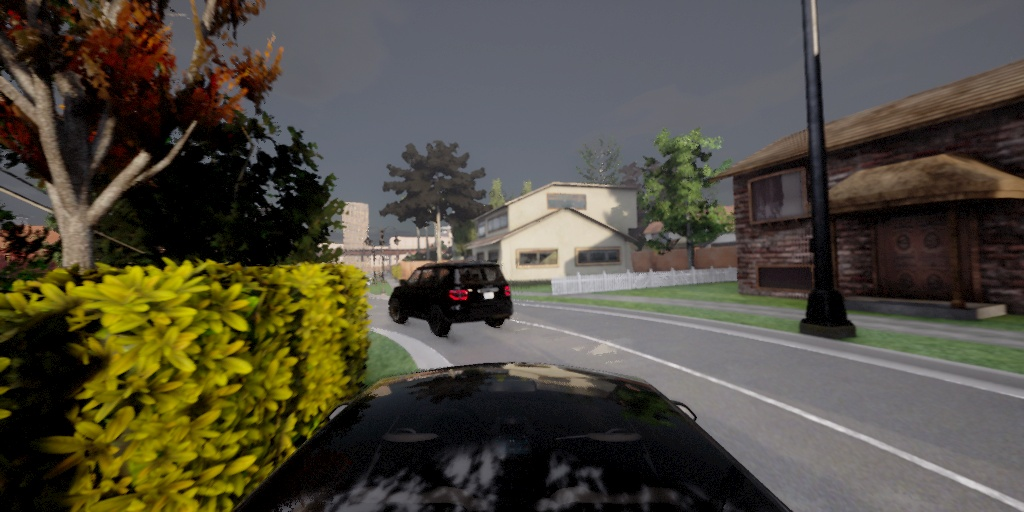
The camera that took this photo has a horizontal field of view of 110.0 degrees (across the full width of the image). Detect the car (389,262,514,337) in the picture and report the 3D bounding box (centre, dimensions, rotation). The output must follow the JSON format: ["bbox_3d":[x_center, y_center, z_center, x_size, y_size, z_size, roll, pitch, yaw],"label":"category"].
[{"bbox_3d":[-2.226,1.277,11.835,2.150,2.045,5.566,-1,-2,-37],"label":"car"}]

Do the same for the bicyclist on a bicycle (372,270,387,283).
[{"bbox_3d":[-16.033,2.484,43.349,1.656,1.620,0.582,-2,-1,-21],"label":"bicyclist on a bicycle"}]
